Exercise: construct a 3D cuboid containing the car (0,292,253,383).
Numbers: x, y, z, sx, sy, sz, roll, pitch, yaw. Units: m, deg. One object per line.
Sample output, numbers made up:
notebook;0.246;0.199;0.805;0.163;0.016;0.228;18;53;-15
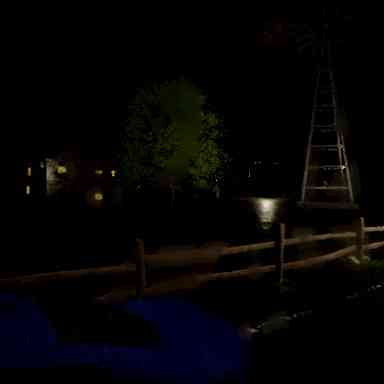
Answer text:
car;-1.853;1.481;1.746;5.008;1.535;1.882;0;0;-35
